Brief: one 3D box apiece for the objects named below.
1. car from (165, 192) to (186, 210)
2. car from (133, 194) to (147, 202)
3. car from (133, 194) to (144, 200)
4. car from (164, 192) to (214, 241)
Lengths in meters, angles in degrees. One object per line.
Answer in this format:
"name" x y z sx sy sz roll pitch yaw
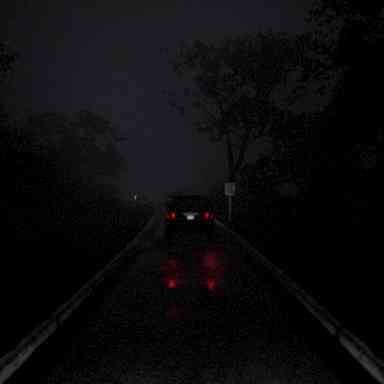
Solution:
"car" -2.149 1.005 40.495 2.150 2.045 5.566 0 0 -7
"car" -10.059 1.134 65.855 2.128 1.511 4.902 0 0 -14
"car" -11.828 1.056 73.072 1.895 1.301 4.718 0 0 -14
"car" -0.165 1.134 16.441 2.150 2.045 5.566 0 0 -2
